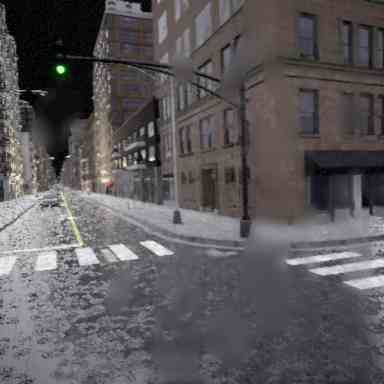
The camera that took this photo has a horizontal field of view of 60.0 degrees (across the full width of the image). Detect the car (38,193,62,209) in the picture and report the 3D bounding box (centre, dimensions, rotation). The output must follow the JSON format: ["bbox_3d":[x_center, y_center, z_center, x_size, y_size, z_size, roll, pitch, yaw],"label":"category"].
[{"bbox_3d":[-14.494,0.942,34.093,1.837,1.490,4.892,-3,2,-22],"label":"car"}]
